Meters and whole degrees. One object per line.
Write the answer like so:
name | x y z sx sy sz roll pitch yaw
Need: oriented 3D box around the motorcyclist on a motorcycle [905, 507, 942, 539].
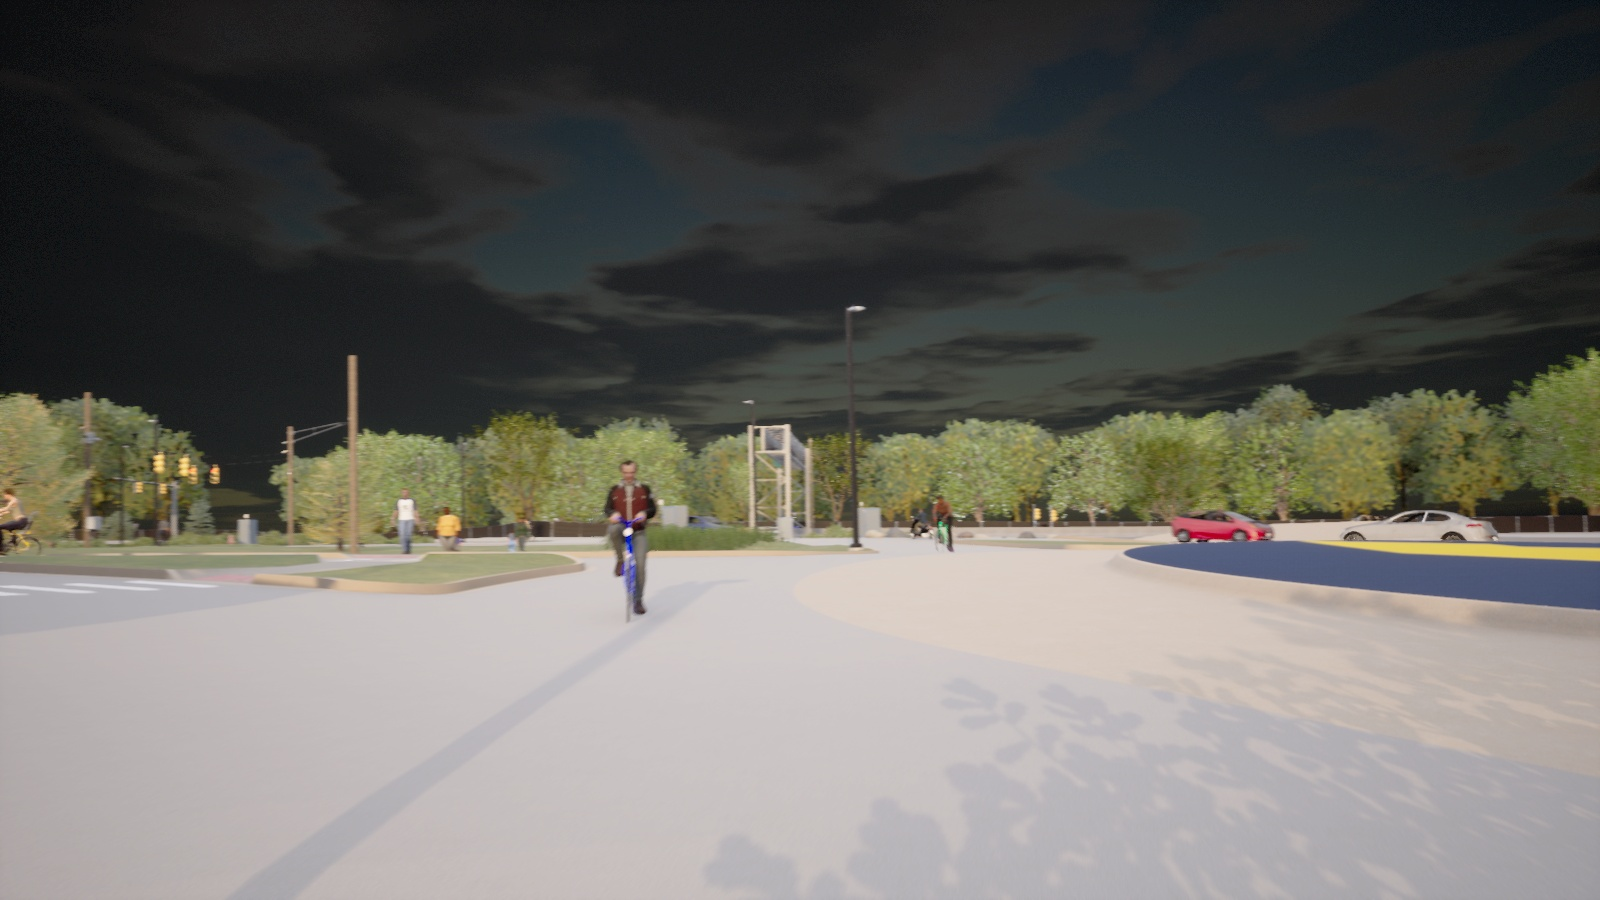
motorcyclist on a motorcycle | 6.233 3.712 63.582 0.866 1.590 1.817 0 -4 -34

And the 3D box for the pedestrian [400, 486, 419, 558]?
pedestrian | -10.225 1.890 32.894 0.354 1.836 0.706 -2 -4 -9

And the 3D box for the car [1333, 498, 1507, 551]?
car | 21.639 2.629 44.002 2.152 1.651 5.027 8 -8 -43

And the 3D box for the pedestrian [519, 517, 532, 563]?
pedestrian | -11.261 3.679 51.534 0.353 1.847 0.614 -2 -4 1

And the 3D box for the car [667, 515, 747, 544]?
car | -5.103 4.346 68.445 4.193 1.474 1.816 -4 -4 38

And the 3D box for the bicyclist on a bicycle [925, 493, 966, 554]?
bicyclist on a bicycle | 4.022 2.034 34.577 0.582 1.620 1.656 -5 -5 23

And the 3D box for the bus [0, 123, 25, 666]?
bus | -11.522 -0.460 11.321 10.273 4.253 3.944 -1 -3 36

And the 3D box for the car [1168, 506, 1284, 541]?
car | 19.130 3.308 56.534 2.007 1.525 4.514 4 -5 -41

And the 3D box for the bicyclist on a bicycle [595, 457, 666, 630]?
bicyclist on a bicycle | -1.863 1.012 14.011 0.659 1.776 1.843 -2 -2 -5

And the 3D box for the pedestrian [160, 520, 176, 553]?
pedestrian | -35.677 4.890 70.873 0.540 1.848 0.694 -2 -4 1

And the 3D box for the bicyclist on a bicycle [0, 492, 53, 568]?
bicyclist on a bicycle | -17.426 1.776 27.601 1.509 1.612 0.866 -1 -5 -12

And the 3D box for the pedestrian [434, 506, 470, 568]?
pedestrian | -10.869 2.719 39.298 0.874 1.855 0.900 -2 -4 -3
